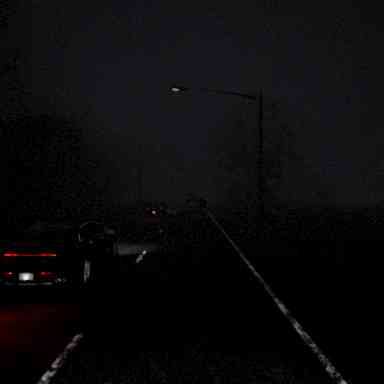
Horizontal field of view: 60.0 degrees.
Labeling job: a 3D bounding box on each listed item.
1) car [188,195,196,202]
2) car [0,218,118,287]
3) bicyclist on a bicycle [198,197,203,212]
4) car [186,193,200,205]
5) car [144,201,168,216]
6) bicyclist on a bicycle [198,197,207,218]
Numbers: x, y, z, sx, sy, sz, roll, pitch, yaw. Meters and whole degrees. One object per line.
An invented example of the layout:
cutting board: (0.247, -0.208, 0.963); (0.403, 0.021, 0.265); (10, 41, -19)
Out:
car: (0.014, 1.363, 74.098); (1.812, 1.442, 4.674); (0, 0, 0)
car: (-3.399, 1.484, 9.256); (1.837, 1.490, 4.892); (0, 0, 0)
bicyclist on a bicycle: (0.973, 1.370, 37.462); (0.582, 1.620, 1.656); (0, 0, 0)
car: (0.104, 1.099, 56.927); (2.150, 2.045, 5.566); (0, 0, 0)
car: (-3.395, 1.529, 32.047); (1.895, 1.301, 4.718); (0, 0, 0)
bicyclist on a bicycle: (0.972, 1.307, 28.667); (0.659, 1.776, 1.843); (0, 0, 0)
